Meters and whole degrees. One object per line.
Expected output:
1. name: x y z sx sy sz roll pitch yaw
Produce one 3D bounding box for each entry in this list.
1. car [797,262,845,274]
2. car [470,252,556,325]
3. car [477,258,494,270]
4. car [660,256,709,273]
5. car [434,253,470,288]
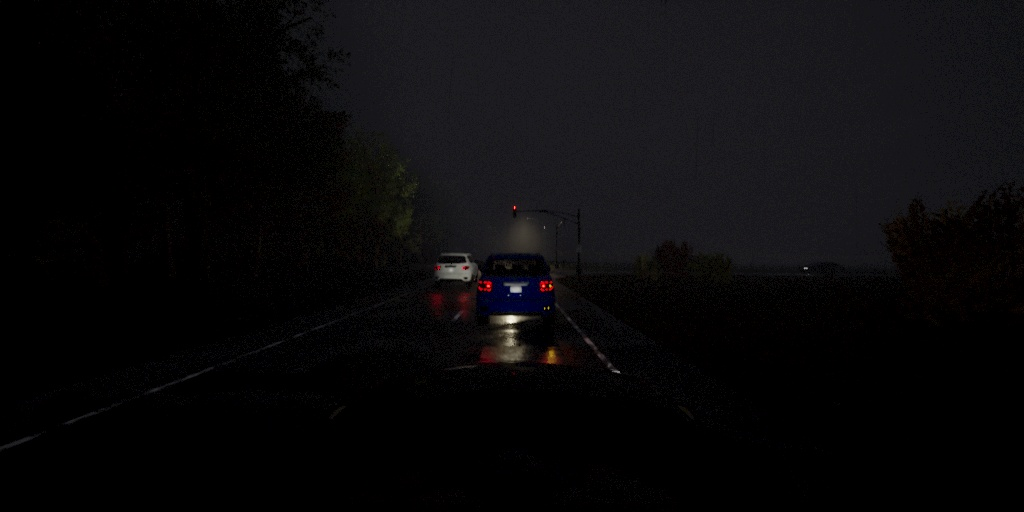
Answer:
1. car: 37.006 1.419 43.032 4.892 1.490 1.837 1 -1 0
2. car: 0.100 0.904 11.611 2.150 2.045 5.566 0 1 0
3. car: -3.399 0.958 46.732 1.812 1.442 4.674 0 1 0
4. car: 20.839 0.957 43.115 5.566 2.045 2.150 1 -1 0
5. car: -3.398 0.825 22.639 2.150 2.045 5.566 0 0 0
